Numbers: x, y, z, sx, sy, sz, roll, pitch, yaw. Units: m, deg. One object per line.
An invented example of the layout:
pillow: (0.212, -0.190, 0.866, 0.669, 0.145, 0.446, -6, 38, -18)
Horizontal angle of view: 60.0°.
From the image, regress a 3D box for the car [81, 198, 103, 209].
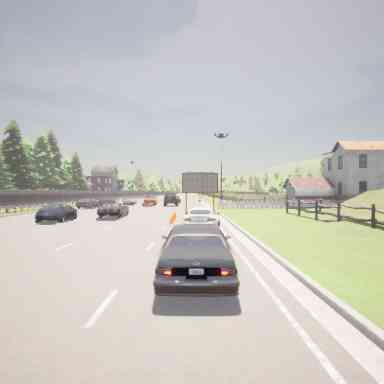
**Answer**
car: (-13.825, 1.547, 44.175, 2.033, 1.411, 5.357, 0, 0, -1)

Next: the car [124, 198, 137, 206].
car: (-10.332, 1.601, 55.054, 1.895, 1.301, 4.718, 0, 0, 0)

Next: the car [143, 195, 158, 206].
car: (-6.829, 1.351, 55.334, 2.097, 1.767, 4.553, 0, 0, 0)

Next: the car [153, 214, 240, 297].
car: (0.108, 1.547, 8.770, 2.033, 1.411, 5.357, 0, 0, 1)

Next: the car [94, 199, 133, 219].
car: (-6.862, 1.601, 29.464, 1.895, 1.301, 4.718, 0, 0, 0)

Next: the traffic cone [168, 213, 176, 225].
traffic cone: (-1.459, 1.955, 23.127, 0.340, 0.580, 0.340, 0, 0, 0)

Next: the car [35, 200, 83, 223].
car: (-10.368, 1.563, 25.772, 1.994, 1.385, 4.181, 0, 0, 0)

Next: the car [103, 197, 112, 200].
car: (-13.832, 1.564, 54.390, 1.994, 1.385, 4.181, 0, 0, 0)

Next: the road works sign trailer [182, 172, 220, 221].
road works sign trailer: (0.514, 0.464, 22.046, 2.380, 3.560, 2.880, 0, 0, -4)

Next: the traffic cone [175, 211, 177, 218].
traffic cone: (-1.456, 1.955, 25.127, 0.340, 0.580, 0.340, 0, 0, 0)

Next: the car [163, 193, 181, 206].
car: (-3.334, 1.221, 53.307, 2.150, 2.045, 5.566, 0, 0, 0)

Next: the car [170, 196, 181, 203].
car: (-3.315, 1.564, 68.522, 1.994, 1.385, 4.181, 0, 0, 0)

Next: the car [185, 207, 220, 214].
car: (0.558, 1.538, 18.432, 1.812, 1.442, 4.674, 0, -1, 5)
